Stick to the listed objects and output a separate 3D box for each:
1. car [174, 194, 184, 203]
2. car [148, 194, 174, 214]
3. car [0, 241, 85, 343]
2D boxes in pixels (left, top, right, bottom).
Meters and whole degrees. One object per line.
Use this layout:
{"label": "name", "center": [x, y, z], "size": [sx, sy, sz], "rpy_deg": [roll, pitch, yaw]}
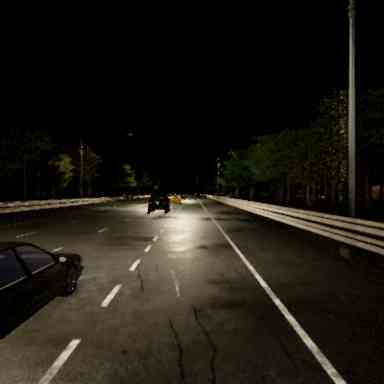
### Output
{"label": "car", "center": [-3.381, 1.555, 73.431], "size": [1.882, 1.535, 5.008], "rpy_deg": [0, 0, 0]}
{"label": "car", "center": [-3.499, 1.247, 36.266], "size": [2.150, 2.045, 5.566], "rpy_deg": [0, 0, 0]}
{"label": "car", "center": [-3.503, 1.549, 5.591], "size": [2.033, 1.411, 5.357], "rpy_deg": [0, 0, 0]}
